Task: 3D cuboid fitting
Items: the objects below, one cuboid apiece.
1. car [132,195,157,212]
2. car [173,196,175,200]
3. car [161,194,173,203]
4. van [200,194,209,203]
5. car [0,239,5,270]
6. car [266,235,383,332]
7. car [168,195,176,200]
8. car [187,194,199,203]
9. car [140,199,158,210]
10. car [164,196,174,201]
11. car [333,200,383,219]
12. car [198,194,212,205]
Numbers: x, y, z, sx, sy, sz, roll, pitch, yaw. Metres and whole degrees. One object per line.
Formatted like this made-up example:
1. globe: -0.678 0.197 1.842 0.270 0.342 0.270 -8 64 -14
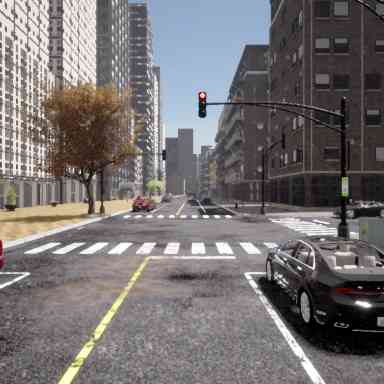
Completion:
1. car: -5.709 1.336 39.150 2.192 1.841 5.009 0 0 0
2. car: -5.727 1.386 77.810 2.192 1.841 5.009 0 0 0
3. car: -5.724 1.627 72.288 1.947 1.339 4.313 0 0 0
4. van: 2.656 1.402 72.292 1.690 1.788 3.998 0 0 0
5. car: -5.694 1.545 6.762 1.887 1.381 4.507 0 0 0
6. car: 2.686 1.551 6.766 2.008 1.369 4.403 0 0 0
7. car: -5.734 1.654 94.379 2.008 1.369 4.403 0 0 0
8. car: -0.032 1.656 68.920 1.895 1.301 4.718 0 0 0
9. car: -5.712 1.592 44.673 1.947 1.339 4.313 0 0 0
10. car: -5.729 1.632 83.333 2.008 1.369 4.403 0 0 0
11. car: 13.414 1.350 26.177 4.403 1.369 2.008 -1 1 -1
12. car: 2.662 1.610 61.245 1.947 1.339 4.313 0 0 0
